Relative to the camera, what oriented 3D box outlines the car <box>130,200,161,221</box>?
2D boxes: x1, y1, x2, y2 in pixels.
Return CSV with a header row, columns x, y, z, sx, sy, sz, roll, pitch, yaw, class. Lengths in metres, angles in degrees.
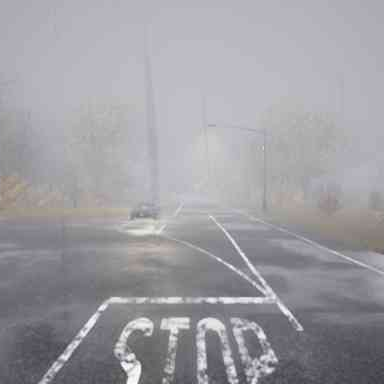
x,y,z,sx,sy,sz,roll,pitch,yaw,class
-3.445,1.383,25.174,1.837,1.490,4.892,1,-2,0,car
